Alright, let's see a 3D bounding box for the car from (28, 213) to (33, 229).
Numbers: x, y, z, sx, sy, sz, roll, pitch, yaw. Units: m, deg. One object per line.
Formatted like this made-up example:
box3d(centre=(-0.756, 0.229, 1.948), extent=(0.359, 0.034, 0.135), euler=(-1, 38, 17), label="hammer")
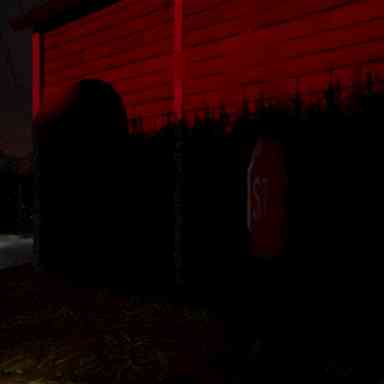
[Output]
box3d(centre=(-6.293, 1.209, 18.885), extent=(2.150, 2.045, 5.566), euler=(0, 0, 34), label="car")
